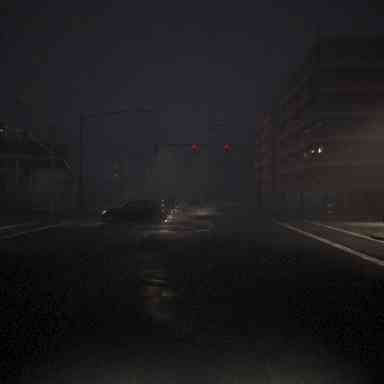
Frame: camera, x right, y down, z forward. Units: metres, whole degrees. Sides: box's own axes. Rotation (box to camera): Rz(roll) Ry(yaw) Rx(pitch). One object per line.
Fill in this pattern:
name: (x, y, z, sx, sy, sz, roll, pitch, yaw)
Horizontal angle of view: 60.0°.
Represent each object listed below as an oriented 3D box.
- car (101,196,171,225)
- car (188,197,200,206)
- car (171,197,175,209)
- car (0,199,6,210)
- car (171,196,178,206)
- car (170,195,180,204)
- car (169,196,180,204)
car: (-4.037, 1.352, 23.421, 4.553, 1.767, 2.097, 0, 0, 0)
car: (0.348, 1.526, 54.947, 1.812, 1.442, 4.674, 0, 0, 0)
car: (-3.168, 1.547, 34.715, 2.033, 1.411, 5.357, 0, 0, -1)
car: (-24.046, 1.456, 38.922, 3.806, 1.475, 1.970, 0, 0, 1)
car: (-3.249, 1.564, 44.102, 1.994, 1.385, 4.181, 0, 0, 0)
car: (-3.334, 1.352, 54.200, 2.097, 1.767, 4.553, 0, 0, 0)
car: (-3.386, 1.564, 64.239, 1.994, 1.385, 4.181, 0, 0, 0)
